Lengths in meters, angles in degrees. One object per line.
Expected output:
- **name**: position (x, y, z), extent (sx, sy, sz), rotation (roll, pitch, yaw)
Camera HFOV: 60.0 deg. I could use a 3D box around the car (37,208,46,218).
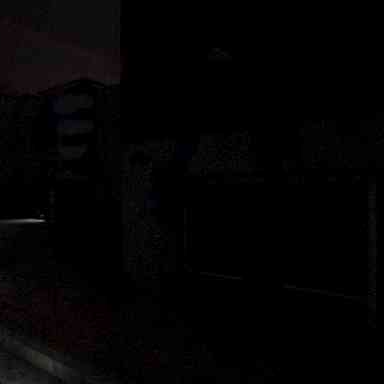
- **car**: position (-10.008, 1.426, 27.747), extent (2.033, 1.411, 5.357), rotation (0, 0, 36)
